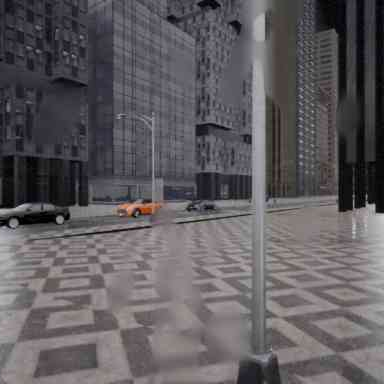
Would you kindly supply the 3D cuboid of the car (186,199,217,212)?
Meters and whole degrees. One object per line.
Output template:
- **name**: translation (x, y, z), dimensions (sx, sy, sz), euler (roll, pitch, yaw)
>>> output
- **car**: translation (1.112, 1.518, 37.782), dimensions (1.994, 1.385, 4.181), euler (0, 0, 36)

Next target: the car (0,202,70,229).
- **car**: translation (-10.527, 1.458, 21.890), dimensions (1.882, 1.535, 5.008), euler (0, 0, 36)

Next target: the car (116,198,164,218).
- **car**: translation (-4.654, 1.319, 29.914), dimensions (2.097, 1.767, 4.553), euler (0, 0, 36)

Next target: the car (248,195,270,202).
- **car**: translation (10.100, 1.067, 49.912), dimensions (1.882, 1.535, 5.008), euler (0, 0, 36)
